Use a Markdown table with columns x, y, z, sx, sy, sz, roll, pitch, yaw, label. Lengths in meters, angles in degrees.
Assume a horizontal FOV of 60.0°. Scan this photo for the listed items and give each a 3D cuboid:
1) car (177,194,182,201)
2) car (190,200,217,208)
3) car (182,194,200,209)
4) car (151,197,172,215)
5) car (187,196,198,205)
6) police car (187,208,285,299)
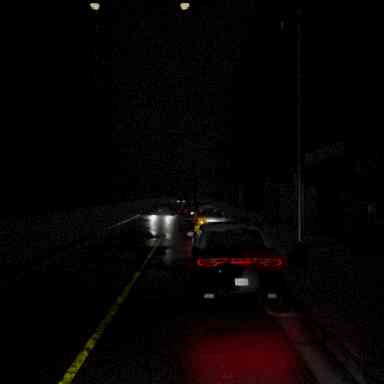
| x | y | z | sx | sy | sz | roll | pitch | yaw | label |
| --- | --- | --- | --- | --- | --- | --- | --- | --- | --- |
| -2.972 | 1.435 | 91.299 | 2.150 | 2.045 | 5.566 | 0 | 0 | 0 | car |
| 0.906 | 1.469 | 18.701 | 1.801 | 1.575 | 5.366 | 0 | 0 | 0 | car |
| 0.030 | 1.414 | 46.599 | 2.097 | 1.767 | 4.553 | 0 | 0 | 0 | car |
| -3.090 | 1.563 | 34.391 | 1.812 | 1.442 | 4.674 | 0 | 0 | 0 | car |
| 0.019 | 1.574 | 60.343 | 1.882 | 1.535 | 5.008 | 0 | 0 | 0 | car |
| 0.903 | 1.430 | 8.619 | 1.930 | 1.638 | 5.238 | 0 | 0 | 0 | police car |
